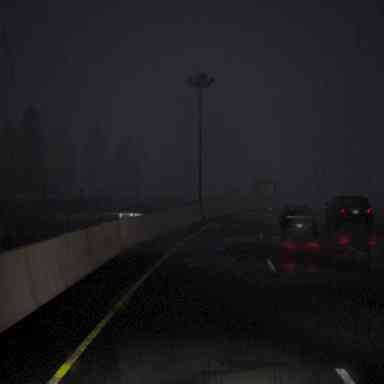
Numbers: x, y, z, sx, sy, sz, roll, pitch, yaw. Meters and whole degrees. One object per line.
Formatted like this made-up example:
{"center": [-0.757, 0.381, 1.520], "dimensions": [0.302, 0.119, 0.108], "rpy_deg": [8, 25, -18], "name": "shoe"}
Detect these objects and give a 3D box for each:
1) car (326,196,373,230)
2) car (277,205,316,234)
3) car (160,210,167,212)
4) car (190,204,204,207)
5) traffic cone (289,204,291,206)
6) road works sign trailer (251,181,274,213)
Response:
{"center": [10.322, 1.284, 22.112], "dimensions": [2.150, 2.045, 5.566], "rpy_deg": [0, 0, 15], "name": "car"}
{"center": [6.144, 1.538, 19.699], "dimensions": [2.128, 1.511, 4.902], "rpy_deg": [0, 0, 13], "name": "car"}
{"center": [-3.704, 1.606, 35.879], "dimensions": [1.994, 1.385, 4.181], "rpy_deg": [0, 0, 21], "name": "car"}
{"center": [0.183, 1.559, 36.332], "dimensions": [1.837, 1.490, 4.892], "rpy_deg": [0, 0, 22], "name": "car"}
{"center": [12.755, 2.056, 43.464], "dimensions": [0.340, 0.580, 0.340], "rpy_deg": [0, 0, 27], "name": "traffic cone"}
{"center": [8.241, 0.544, 37.916], "dimensions": [2.380, 3.560, 2.880], "rpy_deg": [0, 0, 27], "name": "road works sign trailer"}
